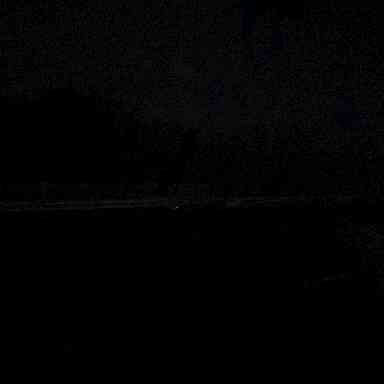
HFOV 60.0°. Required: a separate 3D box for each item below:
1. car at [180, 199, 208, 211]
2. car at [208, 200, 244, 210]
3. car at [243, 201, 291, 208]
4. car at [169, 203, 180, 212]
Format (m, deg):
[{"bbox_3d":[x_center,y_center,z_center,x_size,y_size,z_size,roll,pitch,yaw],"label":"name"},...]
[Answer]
[{"bbox_3d":[1.909,1.477,31.117,5.357,1.411,2.033,0,0,-35],"label":"car"},{"bbox_3d":[3.935,1.454,28.267,4.674,1.442,1.812,0,0,-35],"label":"car"},{"bbox_3d":[6.319,1.490,25.660,4.181,1.385,1.994,0,0,-35],"label":"car"},{"bbox_3d":[-0.165,1.456,33.926,4.674,1.442,1.812,0,0,-35],"label":"car"}]
